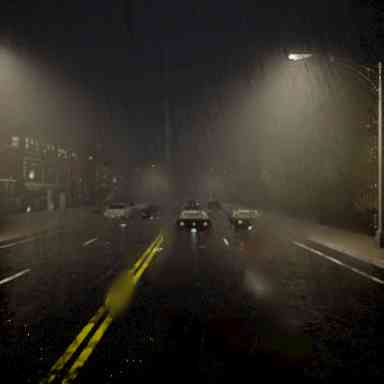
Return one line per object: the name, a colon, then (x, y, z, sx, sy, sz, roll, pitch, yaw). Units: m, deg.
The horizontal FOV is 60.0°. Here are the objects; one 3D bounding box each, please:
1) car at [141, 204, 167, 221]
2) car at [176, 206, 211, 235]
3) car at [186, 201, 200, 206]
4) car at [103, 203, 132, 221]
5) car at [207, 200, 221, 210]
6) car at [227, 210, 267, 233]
car: (-3.350, 1.789, 30.407, 2.033, 1.411, 5.357, 0, 0, 0)
car: (0.097, 1.761, 19.922, 1.895, 1.301, 4.718, 0, 0, 0)
car: (0.093, 1.921, 47.459, 2.033, 1.411, 5.357, 0, 0, 0)
car: (-6.598, 1.764, 29.985, 1.812, 1.442, 4.674, 0, 0, 0)
car: (3.343, 1.886, 50.291, 2.128, 1.511, 4.902, 0, 0, 0)
car: (3.346, 1.770, 21.113, 1.895, 1.301, 4.718, 0, 0, 0)
